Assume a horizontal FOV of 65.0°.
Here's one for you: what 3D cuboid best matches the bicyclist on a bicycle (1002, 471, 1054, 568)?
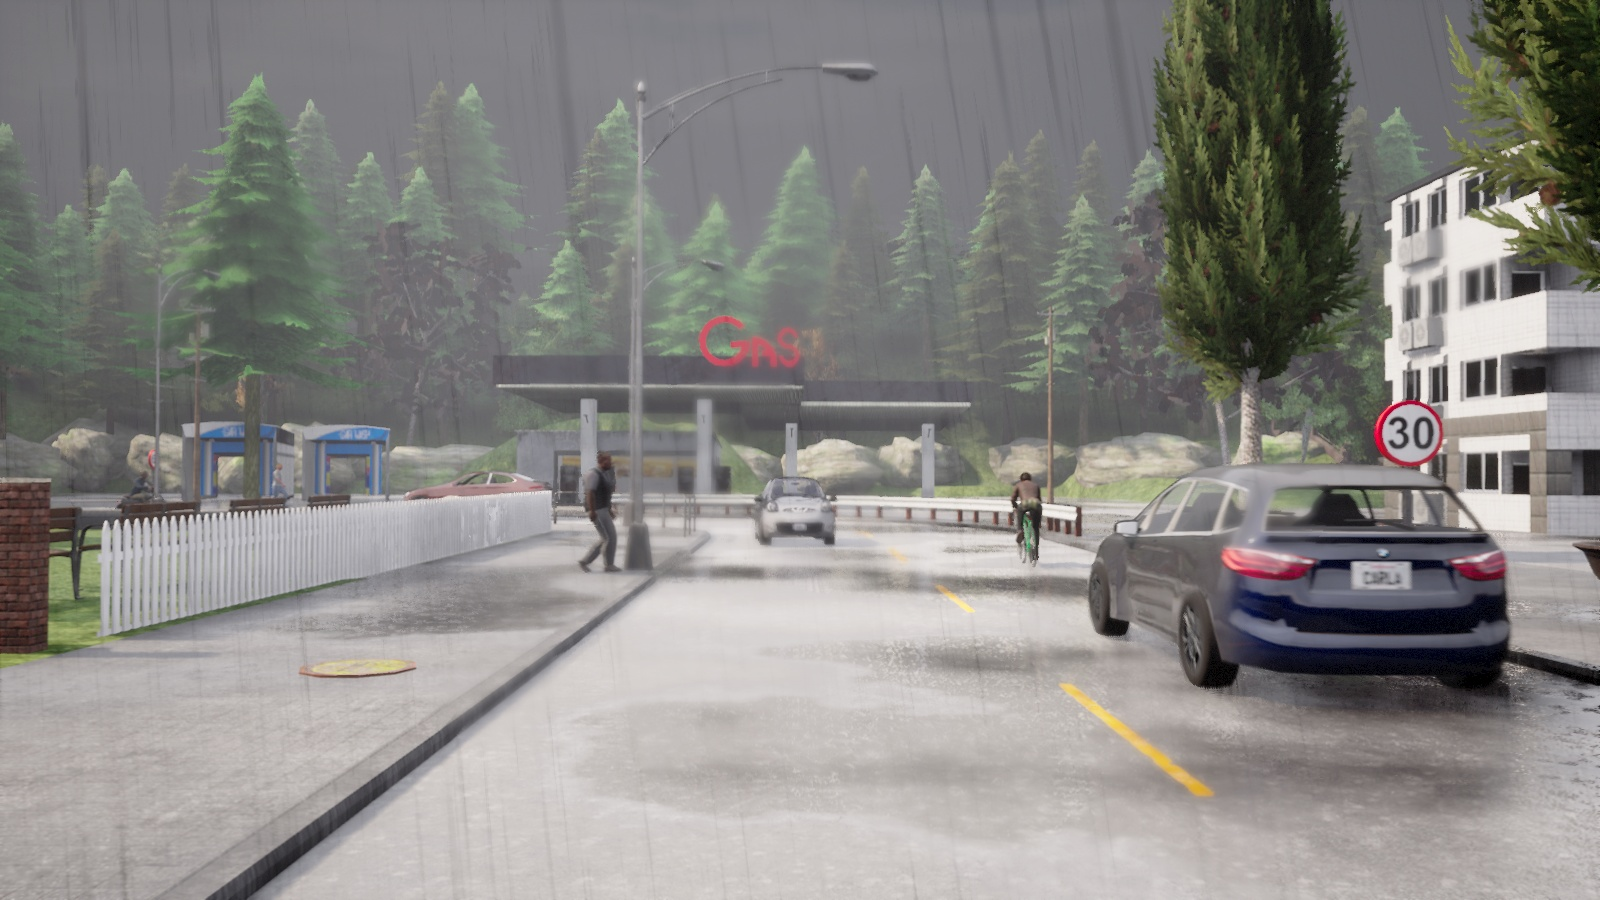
[{"bbox_3d":[3.952,1.184,21.856,0.582,1.620,1.656,0,-1,0],"label":"bicyclist on a bicycle"}]

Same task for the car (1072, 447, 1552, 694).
[{"bbox_3d":[3.976,0.860,10.841,2.242,1.667,4.611,0,-1,0],"label":"car"}]

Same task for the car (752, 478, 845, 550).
[{"bbox_3d":[-0.108,1.388,28.304,1.845,1.501,3.633,0,-1,-4],"label":"car"}]

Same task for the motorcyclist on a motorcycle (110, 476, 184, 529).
[{"bbox_3d":[-20.101,1.610,38.682,1.817,1.590,0.866,0,-1,0],"label":"motorcyclist on a motorcycle"}]

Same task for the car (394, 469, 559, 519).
[{"bbox_3d":[-10.951,1.479,42.759,5.027,1.651,2.152,0,-1,2],"label":"car"}]

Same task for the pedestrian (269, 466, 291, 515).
[{"bbox_3d":[-19.672,1.538,47.534,0.706,1.836,0.354,0,-1,-8],"label":"pedestrian"}]

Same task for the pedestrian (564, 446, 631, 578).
[{"bbox_3d":[-2.937,0.897,18.233,0.849,1.883,0.563,0,-1,5],"label":"pedestrian"}]
